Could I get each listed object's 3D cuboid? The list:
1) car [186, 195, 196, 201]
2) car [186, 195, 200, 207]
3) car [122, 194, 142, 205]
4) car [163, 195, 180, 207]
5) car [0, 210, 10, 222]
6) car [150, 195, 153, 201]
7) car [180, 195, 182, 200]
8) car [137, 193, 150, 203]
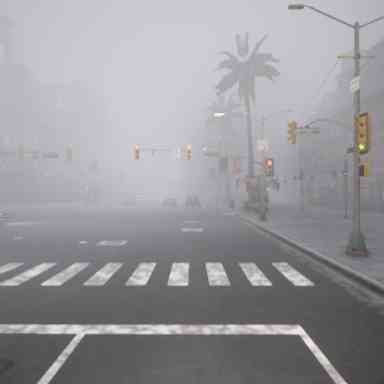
[{"bbox_3d":[-0.316,1.500,87.999,1.994,1.385,4.181,0,0,-8],"label":"car"},{"bbox_3d":[0.101,1.322,51.223,2.097,1.767,4.553,0,0,0],"label":"car"},{"bbox_3d":[-10.539,1.515,57.007,2.033,1.411,5.357,0,0,1],"label":"car"},{"bbox_3d":[-3.400,1.533,52.283,1.994,1.385,4.181,0,0,0],"label":"car"},{"bbox_3d":[-15.039,1.550,23.016,4.181,1.385,1.994,0,0,-16],"label":"car"},{"bbox_3d":[-10.501,1.432,79.373,1.882,1.535,5.008,0,0,0],"label":"car"},{"bbox_3d":[-3.782,1.427,87.699,1.882,1.535,5.008,0,0,-8],"label":"car"},{"bbox_3d":[-10.500,1.183,68.352,2.150,2.045,5.566,0,0,0],"label":"car"}]
